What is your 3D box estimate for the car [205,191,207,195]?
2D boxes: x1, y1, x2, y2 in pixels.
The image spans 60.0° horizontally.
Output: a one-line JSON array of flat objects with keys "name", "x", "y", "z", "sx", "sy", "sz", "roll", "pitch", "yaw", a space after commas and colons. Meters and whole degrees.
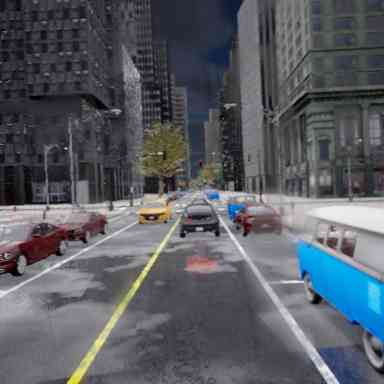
[{"name": "car", "x": 4.149, "y": 0.765, "z": 65.019, "sx": 1.947, "sy": 1.339, "sz": 4.313, "roll": -2, "pitch": 1, "yaw": 1}]

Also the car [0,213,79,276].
[{"name": "car", "x": -5.565, "y": 1.673, "z": 10.795, "sx": 1.887, "sy": 1.381, "sz": 4.507, "roll": -2, "pitch": 1, "yaw": 1}]

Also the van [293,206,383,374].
[{"name": "van", "x": 2.849, "y": 1.166, "z": 5.062, "sx": 1.690, "sy": 1.788, "sz": 3.998, "roll": -2, "pitch": 1, "yaw": 1}]

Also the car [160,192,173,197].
[{"name": "car", "x": -4.612, "y": 1.199, "z": 54.230, "sx": 1.752, "sy": 1.417, "sz": 4.829, "roll": -2, "pitch": 1, "yaw": 1}]

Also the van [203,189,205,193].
[{"name": "van", "x": 4.729, "y": 0.279, "z": 92.076, "sx": 1.690, "sy": 1.788, "sz": 3.998, "roll": -2, "pitch": 0, "yaw": 1}]

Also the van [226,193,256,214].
[{"name": "van", "x": 3.212, "y": 0.986, "z": 21.632, "sx": 1.690, "sy": 1.788, "sz": 3.998, "roll": -2, "pitch": 1, "yaw": 1}]

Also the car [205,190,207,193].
[{"name": "car", "x": 4.266, "y": 0.690, "z": 70.431, "sx": 1.887, "sy": 1.381, "sz": 4.507, "roll": -2, "pitch": 1, "yaw": 1}]

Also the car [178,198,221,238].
[{"name": "car", "x": 0.387, "y": 1.320, "z": 16.663, "sx": 1.837, "sy": 1.490, "sz": 4.892, "roll": -2, "pitch": 1, "yaw": 2}]

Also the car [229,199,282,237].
[{"name": "car", "x": 3.099, "y": 1.249, "z": 16.110, "sx": 1.887, "sy": 1.381, "sz": 4.507, "roll": -2, "pitch": 1, "yaw": 1}]

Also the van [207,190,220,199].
[{"name": "van", "x": 4.023, "y": 0.594, "z": 59.606, "sx": 1.690, "sy": 1.788, "sz": 3.998, "roll": -2, "pitch": 1, "yaw": 1}]

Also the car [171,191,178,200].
[{"name": "car", "x": -4.372, "y": 1.110, "z": 64.977, "sx": 1.887, "sy": 1.381, "sz": 4.507, "roll": -2, "pitch": 1, "yaw": 1}]

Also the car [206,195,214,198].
[{"name": "car", "x": 0.561, "y": 1.275, "z": 26.636, "sx": 1.994, "sy": 1.385, "sz": 4.181, "roll": -2, "pitch": 1, "yaw": 2}]

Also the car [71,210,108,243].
[{"name": "car", "x": -5.446, "y": 1.614, "z": 16.318, "sx": 1.887, "sy": 1.381, "sz": 4.507, "roll": -2, "pitch": 1, "yaw": 1}]

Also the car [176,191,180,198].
[{"name": "car", "x": -4.266, "y": 0.828, "z": 70.263, "sx": 2.192, "sy": 1.841, "sz": 5.009, "roll": -2, "pitch": 1, "yaw": 1}]

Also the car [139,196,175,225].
[{"name": "car", "x": -2.517, "y": 1.350, "z": 23.518, "sx": 1.882, "sy": 1.535, "sz": 5.008, "roll": -2, "pitch": 0, "yaw": 1}]

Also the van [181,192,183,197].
[{"name": "van", "x": -3.920, "y": 0.701, "z": 86.125, "sx": 1.690, "sy": 1.788, "sz": 3.998, "roll": -2, "pitch": 0, "yaw": 1}]
